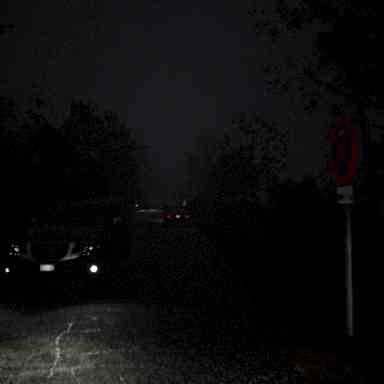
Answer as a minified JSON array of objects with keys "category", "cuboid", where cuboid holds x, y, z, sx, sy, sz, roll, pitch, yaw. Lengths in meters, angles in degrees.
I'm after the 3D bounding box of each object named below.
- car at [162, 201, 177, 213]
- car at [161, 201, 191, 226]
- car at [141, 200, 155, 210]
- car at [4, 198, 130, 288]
[{"category":"car","cuboid":[-2.868,1.839,41.905,1.812,1.442,4.674,0,-1,-6]},{"category":"car","cuboid":[-1.121,1.648,24.014,2.033,1.411,5.357,0,0,-5]},{"category":"car","cuboid":[-6.785,1.972,51.681,1.882,1.535,5.008,0,-1,-5]},{"category":"car","cuboid":[-3.144,1.231,9.673,2.150,2.045,5.566,0,0,-3]}]
